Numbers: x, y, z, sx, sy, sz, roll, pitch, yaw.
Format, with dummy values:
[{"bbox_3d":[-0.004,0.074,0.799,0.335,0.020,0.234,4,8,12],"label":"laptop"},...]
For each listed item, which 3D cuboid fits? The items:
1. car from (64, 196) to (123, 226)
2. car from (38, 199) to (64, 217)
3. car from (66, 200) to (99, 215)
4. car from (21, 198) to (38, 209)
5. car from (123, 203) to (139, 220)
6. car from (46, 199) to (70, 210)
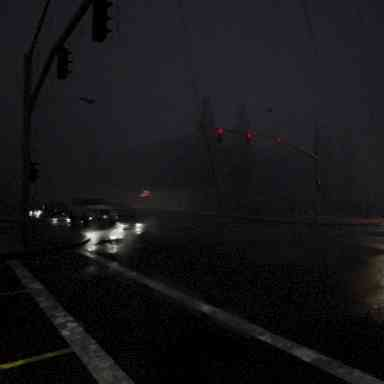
[{"bbox_3d":[-7.424,1.330,24.585,2.150,2.045,5.566,1,-1,-36],"label":"car"},{"bbox_3d":[-13.440,1.656,33.004,2.033,1.411,5.357,1,-1,-35],"label":"car"},{"bbox_3d":[-12.517,1.702,37.725,2.033,1.411,5.357,1,-1,-36],"label":"car"},{"bbox_3d":[-21.411,1.600,44.188,2.128,1.511,4.902,1,-1,-35],"label":"car"},{"bbox_3d":[-6.422,1.632,29.198,1.882,1.535,5.008,1,-1,-36],"label":"car"},{"bbox_3d":[-18.856,1.702,46.636,2.033,1.411,5.357,1,0,-35],"label":"car"}]
